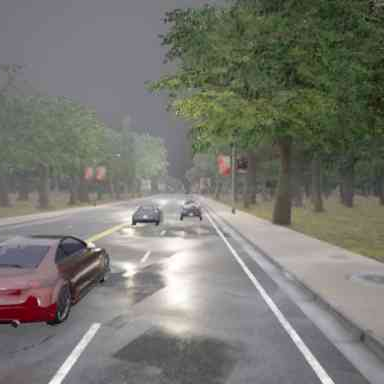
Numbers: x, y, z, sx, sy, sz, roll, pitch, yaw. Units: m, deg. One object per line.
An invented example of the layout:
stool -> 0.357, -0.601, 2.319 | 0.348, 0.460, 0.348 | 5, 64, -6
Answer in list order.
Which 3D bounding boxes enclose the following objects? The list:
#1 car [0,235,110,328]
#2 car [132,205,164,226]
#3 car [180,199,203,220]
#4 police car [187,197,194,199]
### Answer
car -> -3.160, 1.603, 7.196 | 1.994, 1.385, 4.181 | 0, 0, 0
car -> -3.204, 1.663, 24.710 | 1.994, 1.385, 4.181 | 0, 0, 0
car -> -0.051, 1.655, 29.079 | 1.812, 1.442, 4.674 | 0, 0, 0
police car -> -0.216, 1.632, 57.860 | 2.038, 1.542, 4.974 | 0, 1, 0
